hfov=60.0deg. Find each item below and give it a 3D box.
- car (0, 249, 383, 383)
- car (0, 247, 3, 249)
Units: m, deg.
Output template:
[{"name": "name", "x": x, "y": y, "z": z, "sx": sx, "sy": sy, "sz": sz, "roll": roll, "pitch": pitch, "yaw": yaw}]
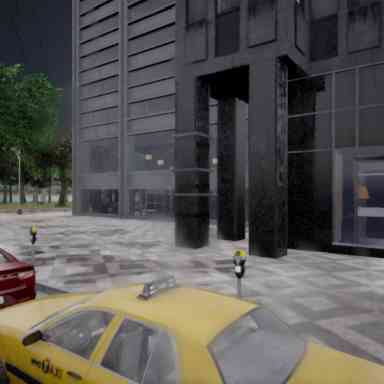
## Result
[{"name": "car", "x": -0.521, "y": 1.525, "z": 3.335, "sx": 4.829, "sy": 1.417, "sz": 1.752, "roll": 0, "pitch": 0, "yaw": 36}, {"name": "car", "x": -4.806, "y": 1.544, "z": 6.398, "sx": 4.507, "sy": 1.381, "sz": 1.887, "roll": 0, "pitch": 0, "yaw": 36}]
